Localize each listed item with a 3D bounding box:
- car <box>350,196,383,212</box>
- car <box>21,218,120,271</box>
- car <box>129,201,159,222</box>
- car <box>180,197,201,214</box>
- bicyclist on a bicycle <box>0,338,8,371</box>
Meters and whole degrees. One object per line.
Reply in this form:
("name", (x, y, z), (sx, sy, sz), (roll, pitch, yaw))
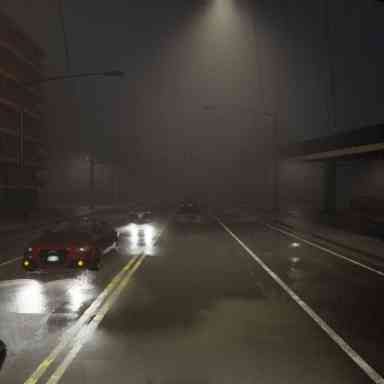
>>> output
("car", (20.051, 1.295, 36.677), (4.611, 1.667, 2.242), (0, 0, 1))
("car", (-3.648, 1.564, 10.719), (1.994, 1.385, 4.181), (0, 0, 0))
("car", (-3.728, 1.493, 26.451), (2.128, 1.511, 4.902), (0, 0, 0))
("car", (-0.132, 1.352, 35.091), (2.097, 1.767, 4.553), (0, 0, 0))
("bicyclist on a bicycle", (-1.511, 1.443, 2.096), (0.582, 1.620, 1.656), (0, 2, -10))
